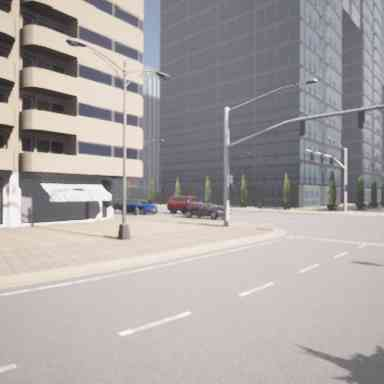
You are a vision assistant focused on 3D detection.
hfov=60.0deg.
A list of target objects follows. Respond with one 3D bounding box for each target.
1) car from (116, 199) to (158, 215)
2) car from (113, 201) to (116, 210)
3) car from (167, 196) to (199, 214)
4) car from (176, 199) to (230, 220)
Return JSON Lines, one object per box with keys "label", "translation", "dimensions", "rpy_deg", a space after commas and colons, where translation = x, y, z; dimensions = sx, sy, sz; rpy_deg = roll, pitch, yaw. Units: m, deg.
{"label": "car", "translation": [-5.888, 1.683, 36.834], "dimensions": [5.008, 1.535, 1.882], "rpy_deg": [0, 0, 41]}
{"label": "car", "translation": [-8.759, 1.728, 43.998], "dimensions": [4.892, 1.490, 1.837], "rpy_deg": [1, 0, 41]}
{"label": "car", "translation": [-0.290, 1.455, 36.583], "dimensions": [5.566, 2.045, 2.150], "rpy_deg": [0, 0, 41]}
{"label": "car", "translation": [1.264, 1.704, 30.578], "dimensions": [4.902, 1.511, 2.128], "rpy_deg": [0, 0, 41]}
